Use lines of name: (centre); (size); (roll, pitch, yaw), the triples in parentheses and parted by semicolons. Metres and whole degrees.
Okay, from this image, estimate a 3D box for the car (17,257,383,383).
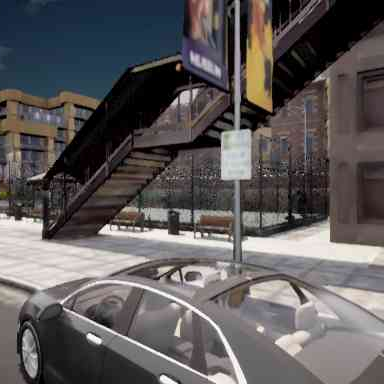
car: (-0.173, 1.446, 3.385); (2.231, 1.521, 4.892); (0, 0, -45)
